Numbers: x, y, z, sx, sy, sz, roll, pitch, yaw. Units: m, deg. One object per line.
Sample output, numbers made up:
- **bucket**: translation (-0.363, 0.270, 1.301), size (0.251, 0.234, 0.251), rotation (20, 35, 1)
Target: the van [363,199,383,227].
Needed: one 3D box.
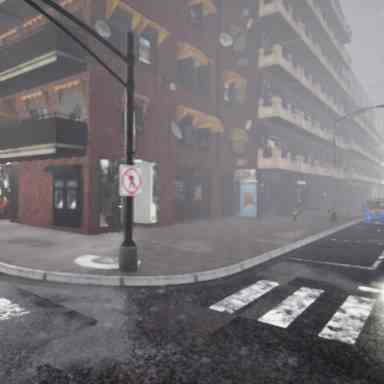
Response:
- **van**: translation (12.216, 1.332, 21.445), size (1.690, 1.788, 3.998), rotation (1, 0, 36)
